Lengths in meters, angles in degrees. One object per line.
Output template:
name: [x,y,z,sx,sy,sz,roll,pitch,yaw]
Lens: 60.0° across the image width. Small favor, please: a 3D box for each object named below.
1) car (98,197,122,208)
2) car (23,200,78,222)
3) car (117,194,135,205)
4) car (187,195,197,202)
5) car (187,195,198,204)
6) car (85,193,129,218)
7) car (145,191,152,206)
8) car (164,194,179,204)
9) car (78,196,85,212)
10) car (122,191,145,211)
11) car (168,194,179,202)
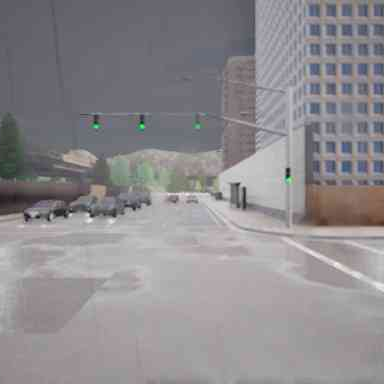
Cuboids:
car: [-10.622,1.343,43.421,1.895,1.301,4.718,0,0,0]
car: [-10.623,1.332,24.730,2.128,1.511,4.902,0,0,1]
car: [-10.601,1.166,53.639,1.882,1.535,5.008,0,0,0]
car: [-0.051,1.217,66.351,1.895,1.301,4.718,0,0,0]
car: [0.051,1.270,56.110,1.895,1.301,4.718,0,0,0]
car: [-7.110,1.172,28.280,2.097,1.767,4.553,0,0,0]
car: [-7.103,0.935,48.445,2.150,2.045,5.566,0,0,0]
car: [-3.544,1.274,55.777,1.895,1.301,4.718,0,0,0]
car: [-10.618,1.146,33.626,2.097,1.767,4.553,0,0,0]
car: [-7.114,0.992,37.715,2.150,2.045,5.566,0,0,0]
car: [-3.552,1.103,65.969,1.882,1.535,5.008,0,0,0]
